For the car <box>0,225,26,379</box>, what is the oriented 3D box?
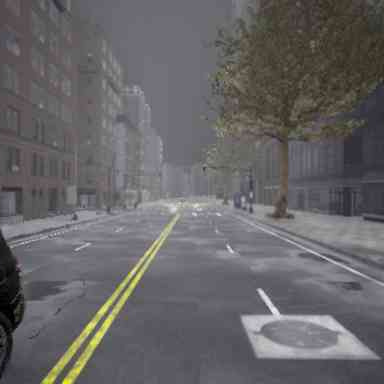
[{"bbox_3d":[-3.350,1.254,2.302,2.150,2.045,5.566,0,-1,0],"label":"car"}]
